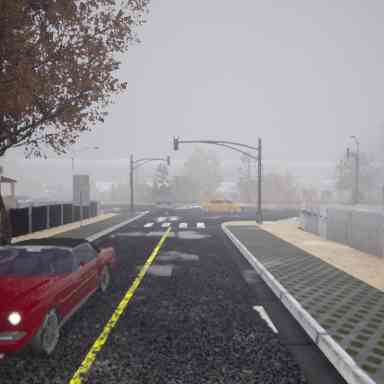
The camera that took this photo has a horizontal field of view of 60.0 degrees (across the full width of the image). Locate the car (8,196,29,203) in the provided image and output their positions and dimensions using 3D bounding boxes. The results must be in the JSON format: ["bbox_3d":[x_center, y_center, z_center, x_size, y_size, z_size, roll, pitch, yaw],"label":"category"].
[{"bbox_3d":[-38.968,1.608,74.651,4.902,1.511,2.128,-1,2,36],"label":"car"}]

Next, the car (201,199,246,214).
[{"bbox_3d":[3.336,1.473,35.766,5.008,1.535,1.882,-1,2,36],"label":"car"}]

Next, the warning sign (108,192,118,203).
[{"bbox_3d":[-14.250,0.993,60.238,1.060,1.860,1.300,2,1,36],"label":"warning sign"}]

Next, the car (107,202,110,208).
[{"bbox_3d":[-14.128,1.748,48.462,4.718,1.301,1.895,0,2,36],"label":"car"}]

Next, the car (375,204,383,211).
[{"bbox_3d":[18.506,1.289,29.017,4.674,1.442,1.812,0,2,37],"label":"car"}]

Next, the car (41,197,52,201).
[{"bbox_3d":[-26.830,1.752,57.732,4.902,1.511,2.128,-1,2,36],"label":"car"}]

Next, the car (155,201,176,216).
[{"bbox_3d":[-2.672,1.593,32.410,2.033,1.411,5.357,1,-2,-9],"label":"car"}]

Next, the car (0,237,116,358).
[{"bbox_3d":[-2.848,1.598,6.128,1.895,1.301,4.718,0,0,0],"label":"car"}]

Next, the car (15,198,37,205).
[{"bbox_3d":[-33.054,1.819,66.347,4.718,1.301,1.895,-1,2,36],"label":"car"}]

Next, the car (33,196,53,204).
[{"bbox_3d":[-30.863,1.656,68.768,4.181,1.385,1.994,-1,2,36],"label":"car"}]

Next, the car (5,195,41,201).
[{"bbox_3d":[-27.668,1.582,54.297,5.566,2.045,2.150,-1,1,36],"label":"car"}]

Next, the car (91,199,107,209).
[{"bbox_3d":[-14.076,1.745,44.404,4.892,1.490,1.837,0,2,36],"label":"car"}]
